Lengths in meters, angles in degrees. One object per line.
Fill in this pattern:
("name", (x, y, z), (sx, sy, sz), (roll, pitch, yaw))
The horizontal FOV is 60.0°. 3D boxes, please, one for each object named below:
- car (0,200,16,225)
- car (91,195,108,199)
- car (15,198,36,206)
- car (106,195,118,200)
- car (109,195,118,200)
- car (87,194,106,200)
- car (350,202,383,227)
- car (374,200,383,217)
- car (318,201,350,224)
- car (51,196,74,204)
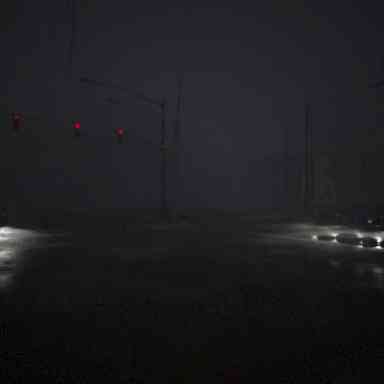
("car", (-14.371, 1.490, 23.713), (2.128, 1.511, 4.902), (0, 0, -38))
("car", (-25.416, 1.400, 91.408), (4.536, 1.218, 1.853), (0, 0, 23))
("car", (-27.803, 1.607, 55.346), (1.895, 1.301, 4.718), (0, 0, 1))
("car", (-21.641, 1.577, 91.546), (2.038, 1.542, 4.974), (0, 0, -7))
("car", (-21.647, 1.419, 91.598), (1.853, 1.218, 4.536), (0, 0, -7))
("car", (-25.369, 1.557, 91.387), (4.974, 1.542, 2.038), (0, 0, 23))
("car", (12.710, 1.499, 21.569), (4.902, 1.511, 2.128), (-1, 0, -37))
("car", (18.626, 1.482, 30.375), (4.181, 1.385, 1.994), (-1, 1, -37))
("car", (11.430, 1.477, 24.984), (5.008, 1.535, 1.882), (-1, 0, -37))
("car", (-25.328, 1.567, 65.269), (1.812, 1.442, 4.674), (0, 0, 28))
